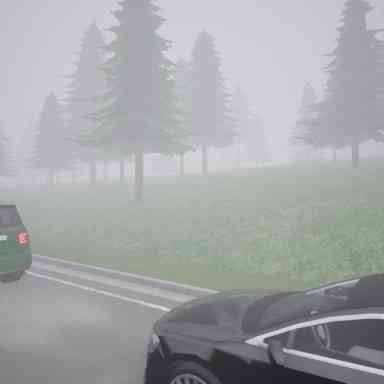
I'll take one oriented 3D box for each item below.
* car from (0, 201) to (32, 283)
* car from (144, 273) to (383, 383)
[{"bbox_3d":[-6.324,1.221,8.468,5.566,2.045,2.150,0,0,36],"label":"car"},{"bbox_3d":[1.739,1.492,2.752,4.902,1.511,2.128,0,0,36],"label":"car"}]
